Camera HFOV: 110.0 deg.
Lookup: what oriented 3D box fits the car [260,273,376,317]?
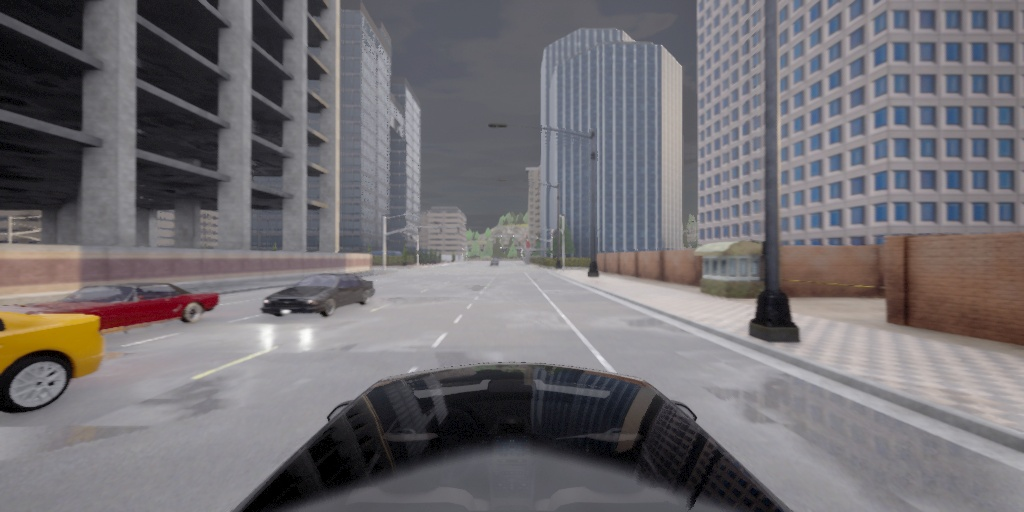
[{"bbox_3d":[-7.012,1.360,13.794,2.033,1.411,5.357,0,0,0],"label":"car"}]

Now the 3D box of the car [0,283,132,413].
[{"bbox_3d":[-7.082,1.236,3.241,1.882,1.535,5.008,0,0,0],"label":"car"}]

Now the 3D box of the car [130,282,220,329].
[{"bbox_3d":[-10.546,1.391,9.528,1.895,1.301,4.718,0,0,1],"label":"car"}]
